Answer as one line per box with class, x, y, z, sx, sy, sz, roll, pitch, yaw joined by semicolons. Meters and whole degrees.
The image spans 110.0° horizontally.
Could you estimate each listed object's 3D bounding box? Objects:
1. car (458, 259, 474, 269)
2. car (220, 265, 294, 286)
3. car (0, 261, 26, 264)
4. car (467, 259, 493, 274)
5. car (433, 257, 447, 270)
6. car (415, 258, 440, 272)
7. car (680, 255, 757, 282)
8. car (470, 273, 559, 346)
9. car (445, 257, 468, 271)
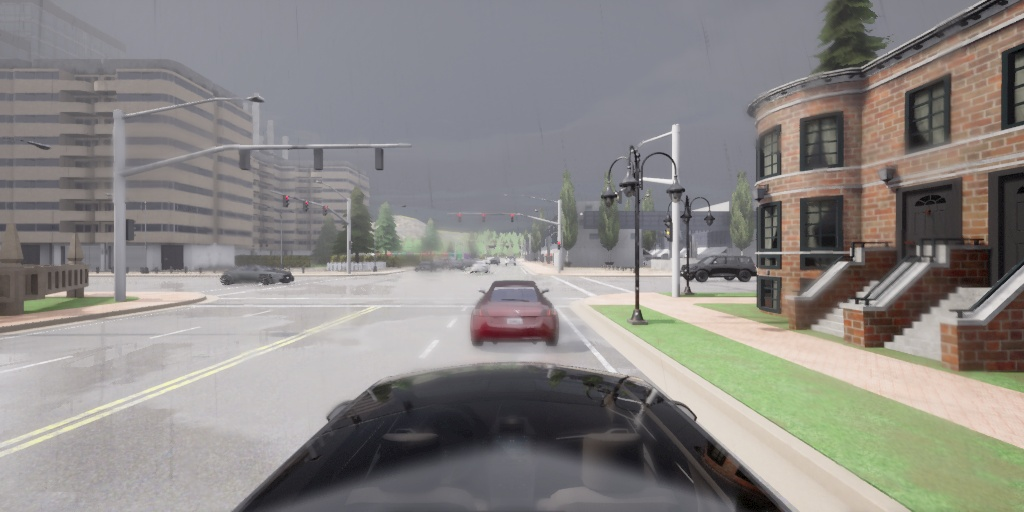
car;-7.304;1.255;57.491;1.837;1.490;4.892;0;0;0
car;-17.402;1.314;24.613;4.181;1.385;1.994;0;0;0
car;-35.696;0.971;24.556;5.566;2.045;2.150;0;0;0
car;-3.607;1.275;41.362;1.812;1.442;4.674;0;0;2
car;-10.797;1.255;53.728;1.837;1.490;4.892;0;0;0
car;-10.766;1.314;45.074;1.994;1.385;4.181;0;0;0
car;16.085;0.971;28.106;5.566;2.045;2.150;0;0;-1
car;0.056;1.314;9.396;1.994;1.385;4.181;0;0;0
car;-7.272;1.255;48.128;1.837;1.490;4.892;0;0;0
